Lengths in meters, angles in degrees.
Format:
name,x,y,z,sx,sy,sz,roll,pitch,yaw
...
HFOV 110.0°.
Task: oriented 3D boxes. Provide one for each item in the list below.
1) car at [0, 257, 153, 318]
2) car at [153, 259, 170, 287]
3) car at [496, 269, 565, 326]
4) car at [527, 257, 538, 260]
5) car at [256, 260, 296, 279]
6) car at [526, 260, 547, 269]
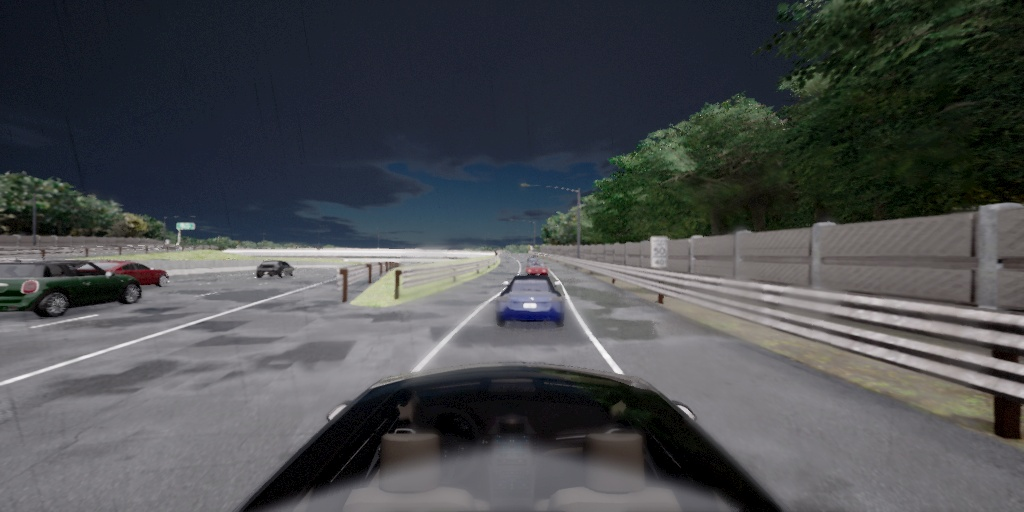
name,x,y,z,sx,sy,sz,roll,pitch,yaw
car,-14.744,0.916,11.744,2.097,1.767,4.553,1,0,-16
car,-20.413,1.012,18.735,1.882,1.535,5.008,1,0,-16
car,0.623,1.305,11.642,1.994,1.385,4.181,0,0,4
car,2.999,0.885,51.639,2.033,1.411,5.357,0,1,2
car,-20.323,1.133,30.999,1.837,1.490,4.892,1,-1,-16
car,2.236,1.257,32.305,1.895,1.301,4.718,0,1,4
